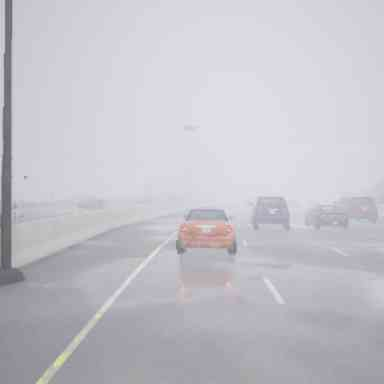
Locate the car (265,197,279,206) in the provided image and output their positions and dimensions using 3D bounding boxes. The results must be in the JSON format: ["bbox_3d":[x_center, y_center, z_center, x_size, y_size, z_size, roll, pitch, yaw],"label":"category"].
[{"bbox_3d":[14.488,1.649,59.873,1.837,1.490,4.892,0,0,21],"label":"car"}]

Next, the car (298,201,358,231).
[{"bbox_3d":[8.536,1.577,21.432,2.128,1.511,4.902,0,0,8],"label":"car"}]

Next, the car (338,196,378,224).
[{"bbox_3d":[12.772,1.348,26.373,2.150,2.045,5.566,0,0,10],"label":"car"}]

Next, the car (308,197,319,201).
[{"bbox_3d":[21.418,1.704,58.411,2.128,1.511,4.902,0,0,22],"label":"car"}]

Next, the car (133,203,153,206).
[{"bbox_3d":[-7.256,1.491,50.087,1.994,1.385,4.181,1,0,16],"label":"car"}]

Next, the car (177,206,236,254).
[{"bbox_3d":[0.667,1.358,13.698,2.097,1.767,4.553,1,0,5],"label":"car"}]

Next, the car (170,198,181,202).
[{"bbox_3d":[-3.053,1.517,52.101,2.033,1.411,5.357,1,0,17],"label":"car"}]

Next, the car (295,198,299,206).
[{"bbox_3d":[17.893,1.741,59.017,1.994,1.385,4.181,0,0,22],"label":"car"}]

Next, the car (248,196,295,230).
[{"bbox_3d":[4.994,1.270,21.694,2.150,2.045,5.566,0,0,8],"label":"car"}]

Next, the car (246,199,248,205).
[{"bbox_3d":[10.988,1.634,60.500,1.812,1.442,4.674,0,0,21],"label":"car"}]
